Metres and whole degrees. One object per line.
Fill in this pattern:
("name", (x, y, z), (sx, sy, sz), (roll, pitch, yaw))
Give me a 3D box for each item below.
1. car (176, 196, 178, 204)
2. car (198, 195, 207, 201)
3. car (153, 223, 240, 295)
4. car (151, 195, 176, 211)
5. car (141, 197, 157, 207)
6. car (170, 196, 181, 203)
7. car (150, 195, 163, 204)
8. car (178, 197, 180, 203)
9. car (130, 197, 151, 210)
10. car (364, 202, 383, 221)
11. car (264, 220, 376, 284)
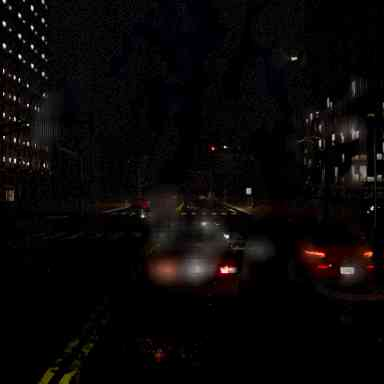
("car", (-3.414, 1.455, 49.508), (1.837, 1.490, 4.892), (0, 0, 0))
("car", (2.528, 1.391, 82.843), (1.812, 1.442, 4.674), (0, 0, -4))
("car", (0.088, 1.544, 8.864), (2.033, 1.411, 5.357), (0, 0, 0))
("car", (-3.403, 1.319, 40.615), (2.097, 1.767, 4.553), (0, 0, 0))
("car", (-6.670, 1.470, 52.157), (1.812, 1.442, 4.674), (0, 0, 0))
("car", (-3.433, 1.471, 69.161), (1.994, 1.385, 4.181), (0, 0, -1))
("car", (-6.674, 1.427, 62.522), (1.837, 1.490, 4.892), (0, 0, 0))
("car", (-3.418, 1.421, 59.127), (2.128, 1.511, 4.902), (0, 0, 0))
("car", (-6.658, 1.442, 42.237), (1.882, 1.535, 5.008), (0, 0, 0))
("car", (16.986, 1.279, 26.703), (5.566, 2.045, 2.150), (0, 0, 3))
("car", (3.336, 1.522, 9.449), (1.812, 1.442, 4.674), (0, 0, 0))
